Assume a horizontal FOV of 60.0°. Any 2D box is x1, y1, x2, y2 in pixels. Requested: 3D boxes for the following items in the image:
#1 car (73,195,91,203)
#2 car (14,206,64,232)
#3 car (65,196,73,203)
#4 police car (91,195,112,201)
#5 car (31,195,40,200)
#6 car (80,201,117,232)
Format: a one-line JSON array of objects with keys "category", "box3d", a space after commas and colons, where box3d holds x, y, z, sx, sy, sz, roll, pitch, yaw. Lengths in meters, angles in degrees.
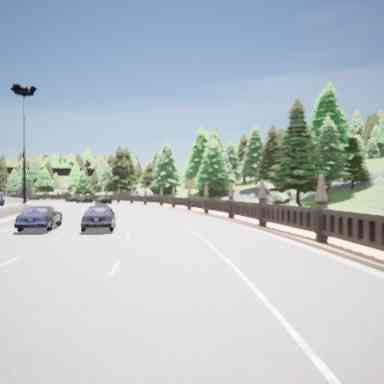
[{"category": "car", "box3d": [-21.219, 1.329, 65.629, 2.097, 1.767, 4.553, 0, 0, -37]}, {"category": "car", "box3d": [-9.216, 1.551, 20.338, 2.033, 1.411, 5.357, 0, 0, -12]}, {"category": "car", "box3d": [-25.351, 1.512, 70.789, 1.812, 1.442, 4.674, 0, 0, -40]}, {"category": "police car", "box3d": [-15.134, 1.394, 56.674, 1.930, 1.638, 5.238, 0, 0, -31]}, {"category": "car", "box3d": [-40.505, 1.390, 84.433, 4.181, 1.385, 1.994, 0, 0, 36]}, {"category": "car", "box3d": [-5.643, 1.537, 20.339, 2.033, 1.411, 5.357, 0, 0, -11]}]
